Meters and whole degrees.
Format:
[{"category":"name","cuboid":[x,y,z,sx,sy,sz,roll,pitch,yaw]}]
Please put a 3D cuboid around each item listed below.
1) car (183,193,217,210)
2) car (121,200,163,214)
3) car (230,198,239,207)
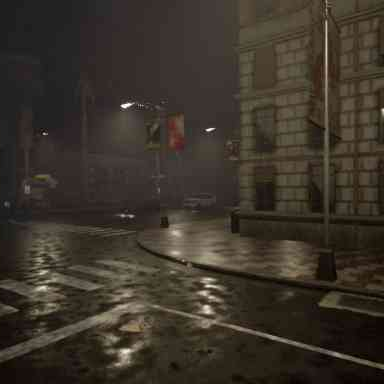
[{"category":"car","cuboid":[1.092,1.221,43.889,2.150,2.045,5.566,0,0,37]},{"category":"car","cuboid":[-5.027,1.547,35.640,2.033,1.411,5.357,0,0,36]},{"category":"car","cuboid":[7.922,1.478,51.655,5.008,1.535,1.882,0,0,-43]}]
